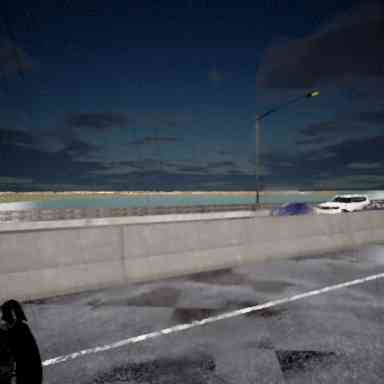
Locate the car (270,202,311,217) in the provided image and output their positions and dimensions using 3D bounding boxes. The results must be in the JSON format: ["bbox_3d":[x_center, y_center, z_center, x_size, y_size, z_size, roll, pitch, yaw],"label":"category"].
[{"bbox_3d":[9.209,1.637,30.430,4.674,1.442,1.812,0,0,-32],"label":"car"}]

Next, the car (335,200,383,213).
[{"bbox_3d":[13.400,1.582,24.805,5.357,1.411,2.033,0,0,-32],"label":"car"}]

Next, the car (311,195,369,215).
[{"bbox_3d":[13.260,1.283,28.860,5.566,2.045,2.150,0,0,-32],"label":"car"}]

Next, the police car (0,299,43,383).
[{"bbox_3d":[-3.961,1.482,2.358,5.238,1.638,1.930,0,0,-33],"label":"police car"}]
